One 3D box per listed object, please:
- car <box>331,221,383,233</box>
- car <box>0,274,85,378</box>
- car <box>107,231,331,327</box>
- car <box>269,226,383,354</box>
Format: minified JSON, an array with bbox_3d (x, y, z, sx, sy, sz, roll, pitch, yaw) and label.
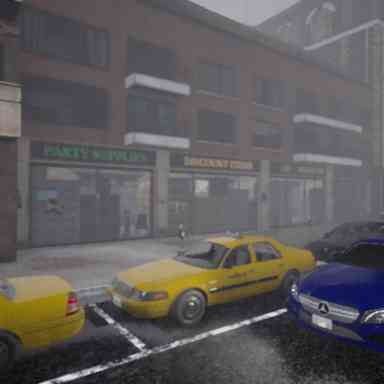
[{"bbox_3d":[5.331,1.611,10.353,4.313,1.339,1.947,0,0,-35],"label":"car"},{"bbox_3d":[-3.801,1.521,3.842,4.829,1.417,1.752,0,0,-35],"label":"car"},{"bbox_3d":[0.697,1.545,7.049,4.829,1.417,1.752,0,0,-35],"label":"car"},{"bbox_3d":[3.717,1.554,6.013,4.674,1.442,1.812,0,0,-35],"label":"car"}]
